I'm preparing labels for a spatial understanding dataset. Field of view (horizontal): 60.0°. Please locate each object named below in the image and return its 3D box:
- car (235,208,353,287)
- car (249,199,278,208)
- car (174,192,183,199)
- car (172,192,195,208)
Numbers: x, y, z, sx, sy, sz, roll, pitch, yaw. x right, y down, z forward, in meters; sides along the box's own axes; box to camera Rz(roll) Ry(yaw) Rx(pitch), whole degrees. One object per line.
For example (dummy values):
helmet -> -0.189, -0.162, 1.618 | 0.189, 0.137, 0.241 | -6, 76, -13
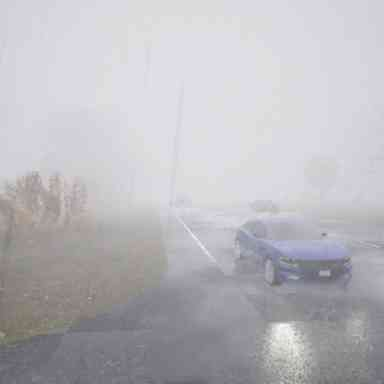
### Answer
car -> 2.598, 1.473, 9.650 | 1.882, 1.535, 5.008 | 0, 0, -6
car -> 7.097, 1.424, 33.162 | 1.994, 1.385, 4.181 | 0, 0, -6
car -> -3.443, 0.985, 87.589 | 2.097, 1.767, 4.553 | 0, 0, 1
car -> -1.315, 1.062, 45.409 | 2.150, 2.045, 5.566 | 0, 0, -7
